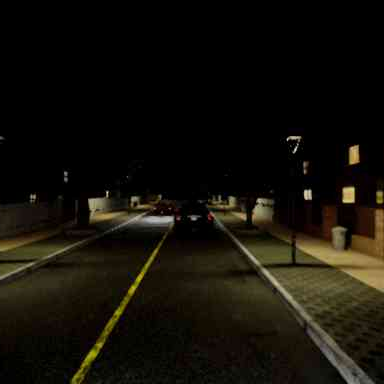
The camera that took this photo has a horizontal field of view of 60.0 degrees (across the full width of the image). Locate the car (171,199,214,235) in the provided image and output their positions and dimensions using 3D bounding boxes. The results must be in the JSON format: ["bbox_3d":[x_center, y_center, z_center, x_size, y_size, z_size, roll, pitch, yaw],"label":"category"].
[{"bbox_3d":[0.097,1.381,19.038,2.097,1.767,4.553,0,0,0],"label":"car"}]

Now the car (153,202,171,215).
[{"bbox_3d":[-2.851,1.655,34.122,1.895,1.301,4.718,0,0,0],"label":"car"}]

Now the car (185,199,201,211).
[{"bbox_3d":[0.095,1.634,42.951,1.994,1.385,4.181,0,0,0],"label":"car"}]
